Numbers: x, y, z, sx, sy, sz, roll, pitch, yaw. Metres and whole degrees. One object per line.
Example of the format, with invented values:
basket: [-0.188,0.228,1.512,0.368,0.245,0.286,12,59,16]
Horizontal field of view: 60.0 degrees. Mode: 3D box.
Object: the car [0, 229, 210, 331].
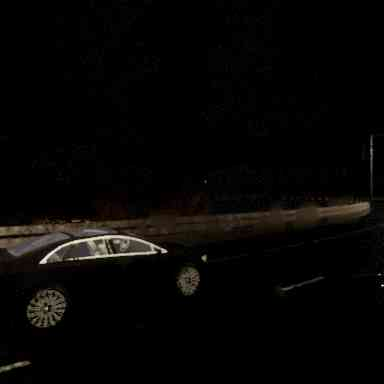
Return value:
car: [-1.804,1.532,7.004,4.902,1.511,2.128,0,0,-37]
